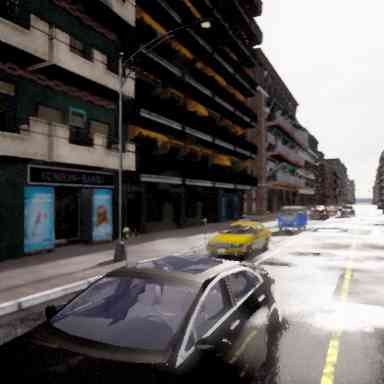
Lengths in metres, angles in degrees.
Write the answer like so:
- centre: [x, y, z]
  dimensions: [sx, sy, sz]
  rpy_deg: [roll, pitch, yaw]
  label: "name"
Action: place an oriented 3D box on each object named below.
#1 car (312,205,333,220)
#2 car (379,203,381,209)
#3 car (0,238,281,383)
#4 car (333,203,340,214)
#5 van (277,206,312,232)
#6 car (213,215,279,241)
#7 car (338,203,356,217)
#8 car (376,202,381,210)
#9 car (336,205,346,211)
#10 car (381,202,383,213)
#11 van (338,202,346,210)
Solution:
- centre: [15.236, 2.420, 39.545]
  dimensions: [1.967, 1.590, 4.097]
  rpy_deg: [-1, -2, 27]
  label: "car"
- centre: [33.059, 2.934, 55.795]
  dimensions: [1.947, 1.339, 4.313]
  rpy_deg: [-1, -2, 27]
  label: "car"
- centre: [-0.330, 1.594, 3.744]
  dimensions: [2.128, 1.511, 4.902]
  rpy_deg: [-1, -2, 27]
  label: "car"
- centre: [22.950, 2.888, 54.481]
  dimensions: [1.752, 1.417, 4.829]
  rpy_deg: [-1, -2, 27]
  label: "car"
- centre: [7.444, 1.945, 24.460]
  dimensions: [1.690, 1.788, 3.998]
  rpy_deg: [-1, -2, 27]
  label: "van"
- centre: [2.174, 1.883, 14.244]
  dimensions: [1.752, 1.417, 4.829]
  rpy_deg: [-1, -2, 27]
  label: "car"
- centre: [21.746, 2.666, 46.279]
  dimensions: [1.812, 1.442, 4.674]
  rpy_deg: [-1, -2, 27]
  label: "car"
- centre: [46.043, 3.600, 80.942]
  dimensions: [1.887, 1.381, 4.507]
  rpy_deg: [-1, -2, 27]
  label: "car"
- centre: [33.415, 3.488, 74.747]
  dimensions: [1.802, 1.307, 4.206]
  rpy_deg: [-1, -2, 27]
  label: "car"
- centre: [30.462, 2.676, 50.771]
  dimensions: [1.967, 1.590, 4.097]
  rpy_deg: [-1, -2, 27]
  label: "car"
- centre: [36.010, 3.387, 79.785]
  dimensions: [1.690, 1.788, 3.998]
  rpy_deg: [-1, -2, 27]
  label: "van"
